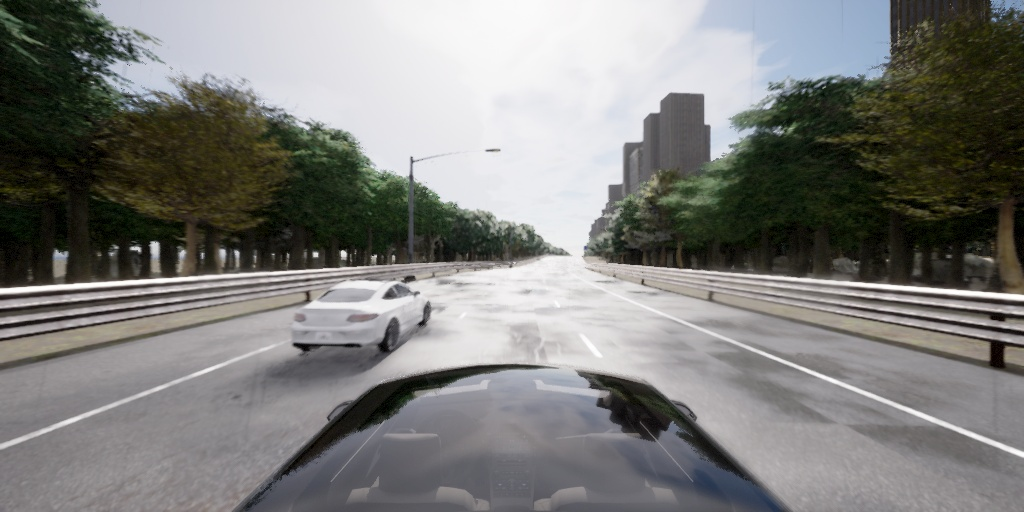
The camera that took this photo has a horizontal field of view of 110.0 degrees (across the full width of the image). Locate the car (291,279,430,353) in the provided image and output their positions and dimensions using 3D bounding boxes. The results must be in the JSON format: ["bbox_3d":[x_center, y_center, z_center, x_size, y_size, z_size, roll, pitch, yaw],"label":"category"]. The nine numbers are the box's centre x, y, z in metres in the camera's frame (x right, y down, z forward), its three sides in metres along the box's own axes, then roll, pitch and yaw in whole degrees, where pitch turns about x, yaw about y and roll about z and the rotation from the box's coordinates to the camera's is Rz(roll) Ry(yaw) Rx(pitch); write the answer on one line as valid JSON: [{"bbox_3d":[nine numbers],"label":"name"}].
[{"bbox_3d":[-3.336,1.271,8.705,1.812,1.442,4.674,0,0,1],"label":"car"}]
